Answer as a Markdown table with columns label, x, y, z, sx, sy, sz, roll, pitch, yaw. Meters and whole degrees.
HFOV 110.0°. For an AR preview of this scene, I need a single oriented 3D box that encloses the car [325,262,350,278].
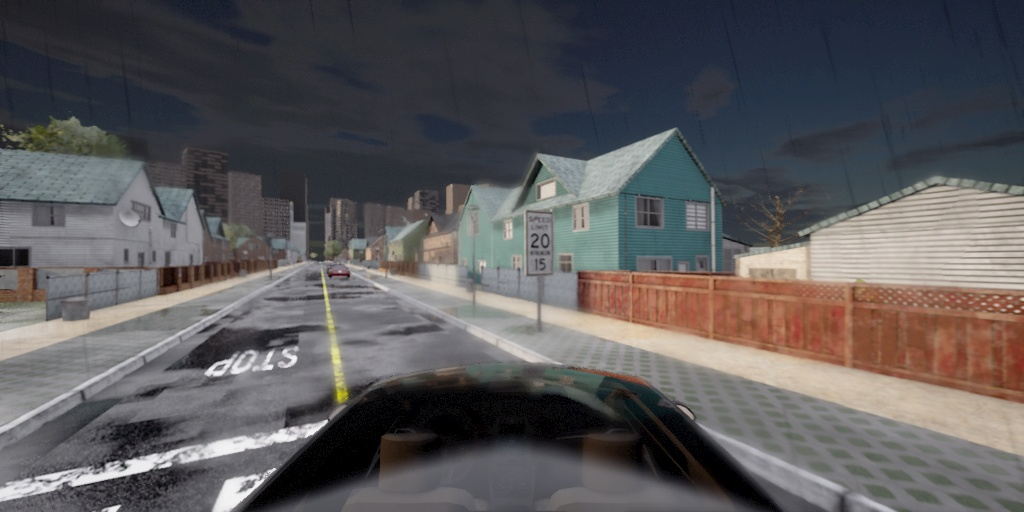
| label | x | y | z | sx | sy | sz | roll | pitch | yaw |
| --- | --- | --- | --- | --- | --- | --- | --- | --- | --- |
| car | -18.030 | 1.543 | 37.341 | 1.994 | 1.385 | 4.181 | 0 | 0 | -29 |
